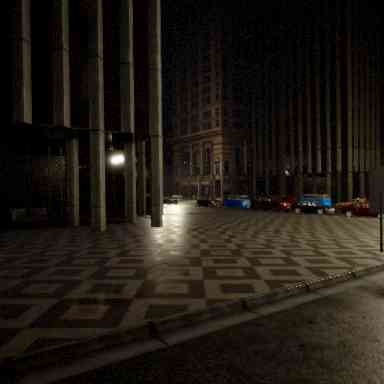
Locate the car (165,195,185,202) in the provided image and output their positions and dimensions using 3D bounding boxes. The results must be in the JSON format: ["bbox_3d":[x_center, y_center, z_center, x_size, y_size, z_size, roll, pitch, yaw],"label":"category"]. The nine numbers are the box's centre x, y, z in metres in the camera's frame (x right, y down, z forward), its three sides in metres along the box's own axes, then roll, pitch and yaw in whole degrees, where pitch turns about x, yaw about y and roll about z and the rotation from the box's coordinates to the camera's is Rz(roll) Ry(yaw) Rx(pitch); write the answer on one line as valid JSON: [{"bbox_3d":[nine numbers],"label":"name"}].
[{"bbox_3d":[-3.554,1.258,69.737,2.008,1.369,4.403,-1,1,-36],"label":"car"}]

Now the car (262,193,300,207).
[{"bbox_3d":[12.583,1.131,47.316,2.192,1.841,5.009,-1,1,-36],"label":"car"}]

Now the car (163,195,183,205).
[{"bbox_3d":[-4.035,1.439,55.793,2.008,1.369,4.403,-1,1,-36],"label":"car"}]

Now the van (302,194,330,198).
[{"bbox_3d":[15.812,1.179,42.832,1.690,1.788,3.998,-1,1,-36],"label":"van"}]

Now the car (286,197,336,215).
[{"bbox_3d":[12.115,1.549,33.378,2.008,1.369,4.403,-1,1,-36],"label":"car"}]

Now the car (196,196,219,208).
[{"bbox_3d":[2.424,1.372,46.825,1.967,1.590,4.097,-1,1,-36],"label":"car"}]

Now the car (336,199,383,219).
[{"bbox_3d":[15.345,1.567,28.895,1.887,1.381,4.507,-1,1,-36],"label":"car"}]

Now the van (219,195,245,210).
[{"bbox_3d":[5.653,1.295,42.342,1.690,1.788,3.998,-1,1,-36],"label":"van"}]

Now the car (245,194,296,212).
[{"bbox_3d":[8.883,1.291,37.858,2.192,1.841,5.009,-1,1,-36],"label":"car"}]

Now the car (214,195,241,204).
[{"bbox_3d":[6.030,1.297,56.423,1.752,1.417,4.829,-1,1,-36],"label":"car"}]
